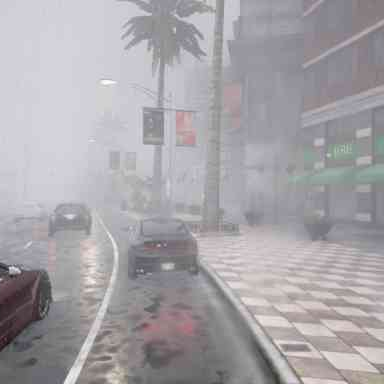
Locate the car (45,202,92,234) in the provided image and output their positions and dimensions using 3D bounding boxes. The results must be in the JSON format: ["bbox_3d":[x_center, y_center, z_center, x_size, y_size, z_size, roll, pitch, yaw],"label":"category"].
[{"bbox_3d":[-6.870,1.347,19.096,2.097,1.767,4.553,0,0,-17],"label":"car"}]

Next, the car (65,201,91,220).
[{"bbox_3d":[-9.878,1.555,28.922,1.994,1.385,4.181,0,0,-18],"label":"car"}]

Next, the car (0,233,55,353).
[{"bbox_3d":[-3.468,1.561,4.513,1.994,1.385,4.181,0,0,-5],"label":"car"}]

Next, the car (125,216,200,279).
[{"bbox_3d":[-1.037,1.503,10.202,1.837,1.490,4.892,0,0,-11],"label":"car"}]

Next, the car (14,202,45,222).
[{"bbox_3d":[-12.648,1.515,26.140,1.812,1.442,4.674,0,0,-18],"label":"car"}]
